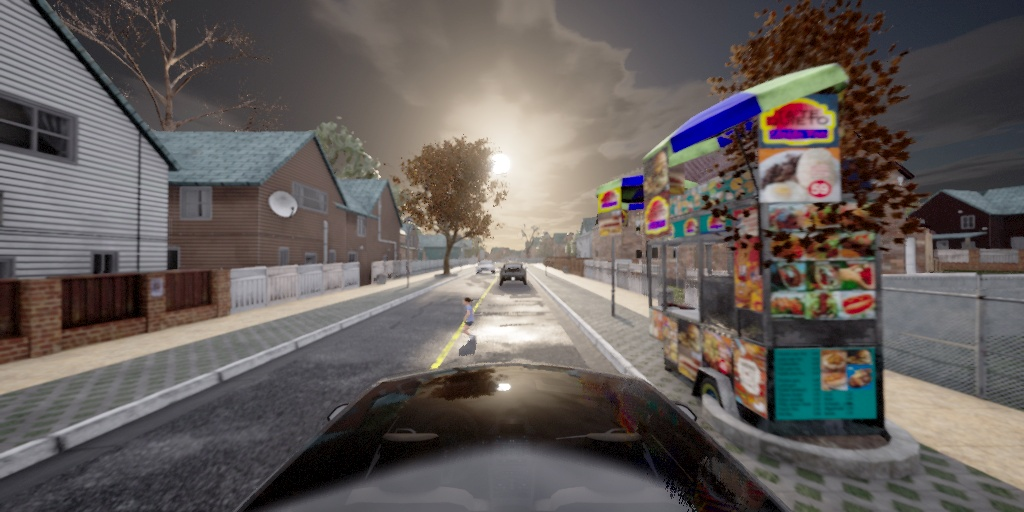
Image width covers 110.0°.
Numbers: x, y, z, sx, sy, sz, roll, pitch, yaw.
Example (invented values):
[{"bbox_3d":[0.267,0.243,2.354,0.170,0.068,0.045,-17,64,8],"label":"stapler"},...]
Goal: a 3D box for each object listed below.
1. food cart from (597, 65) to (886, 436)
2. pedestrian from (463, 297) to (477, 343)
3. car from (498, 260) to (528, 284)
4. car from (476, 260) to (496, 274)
[{"bbox_3d":[3.010,0.201,5.329,2.280,3.560,4.660,0,0,0],"label":"food cart"},{"bbox_3d":[-0.961,1.400,8.105,0.500,1.100,0.500,1,-1,-1],"label":"pedestrian"},{"bbox_3d":[0.084,1.186,25.730,1.837,1.490,4.892,0,1,0],"label":"car"},{"bbox_3d":[-2.839,1.199,39.673,1.812,1.442,4.674,0,0,0],"label":"car"}]
